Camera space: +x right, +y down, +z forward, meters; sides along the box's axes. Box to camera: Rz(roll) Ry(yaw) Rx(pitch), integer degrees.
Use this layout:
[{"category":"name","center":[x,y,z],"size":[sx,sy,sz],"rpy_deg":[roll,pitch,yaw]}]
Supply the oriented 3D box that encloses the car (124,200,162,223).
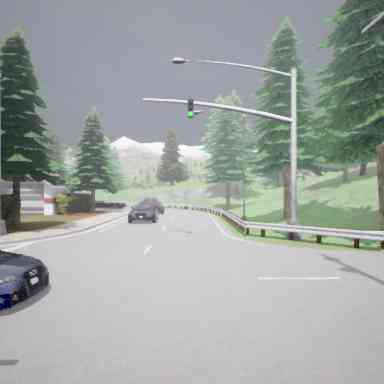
[{"category":"car","center":[-3.648,1.575,25.444],"size":[1.994,1.385,4.181],"rpy_deg":[0,0,-1]}]

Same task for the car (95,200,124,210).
[{"category":"car","center":[-10.945,1.628,43.112],"size":[4.718,1.301,1.895],"rpy_deg":[0,0,14]}]

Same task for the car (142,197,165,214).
[{"category":"car","center":[-4.353,1.368,35.245],"size":[2.097,1.767,4.553],"rpy_deg":[0,0,-18]}]

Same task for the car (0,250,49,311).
[{"category":"car","center":[-5.249,1.631,6.868],"size":[4.181,1.385,1.994],"rpy_deg":[1,0,0]}]
